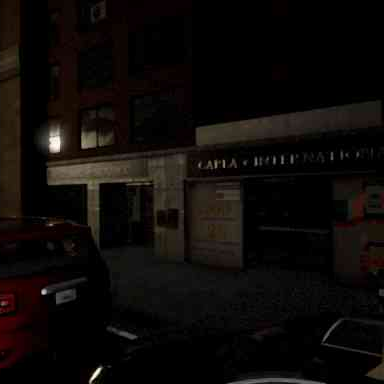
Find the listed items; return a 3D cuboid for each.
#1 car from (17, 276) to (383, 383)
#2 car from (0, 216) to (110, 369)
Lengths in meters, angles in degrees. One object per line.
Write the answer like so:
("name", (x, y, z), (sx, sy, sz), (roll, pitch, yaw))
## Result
("car", (1.033, 1.550, 2.118), (4.403, 1.369, 2.008), (0, -1, 36))
("car", (-3.425, 1.312, 5.307), (5.009, 1.841, 2.192), (0, -1, 36))
